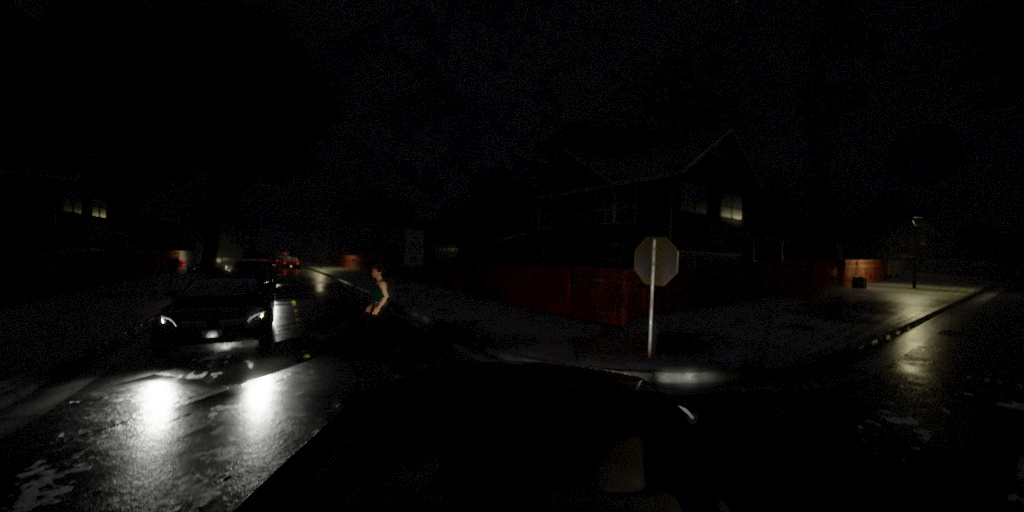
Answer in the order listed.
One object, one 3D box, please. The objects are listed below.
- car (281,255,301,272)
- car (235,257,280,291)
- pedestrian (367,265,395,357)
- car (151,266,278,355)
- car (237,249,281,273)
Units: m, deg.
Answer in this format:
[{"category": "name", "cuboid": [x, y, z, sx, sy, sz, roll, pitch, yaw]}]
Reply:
[{"category": "car", "cuboid": [-25.225, 0.780, 40.566, 1.895, 1.301, 4.718, 2, 0, -37]}, {"category": "car", "cuboid": [-12.170, 0.994, 16.857, 1.837, 1.490, 4.892, 2, 0, -34]}, {"category": "pedestrian", "cuboid": [-2.564, 1.013, 6.935, 0.375, 1.860, 0.375, 1, 1, -33]}, {"category": "car", "cuboid": [-6.732, 1.132, 8.497, 1.812, 1.442, 4.674, 2, 0, -33]}, {"category": "car", "cuboid": [-17.997, 0.574, 25.500, 2.150, 2.045, 5.566, 2, 0, -35]}]
